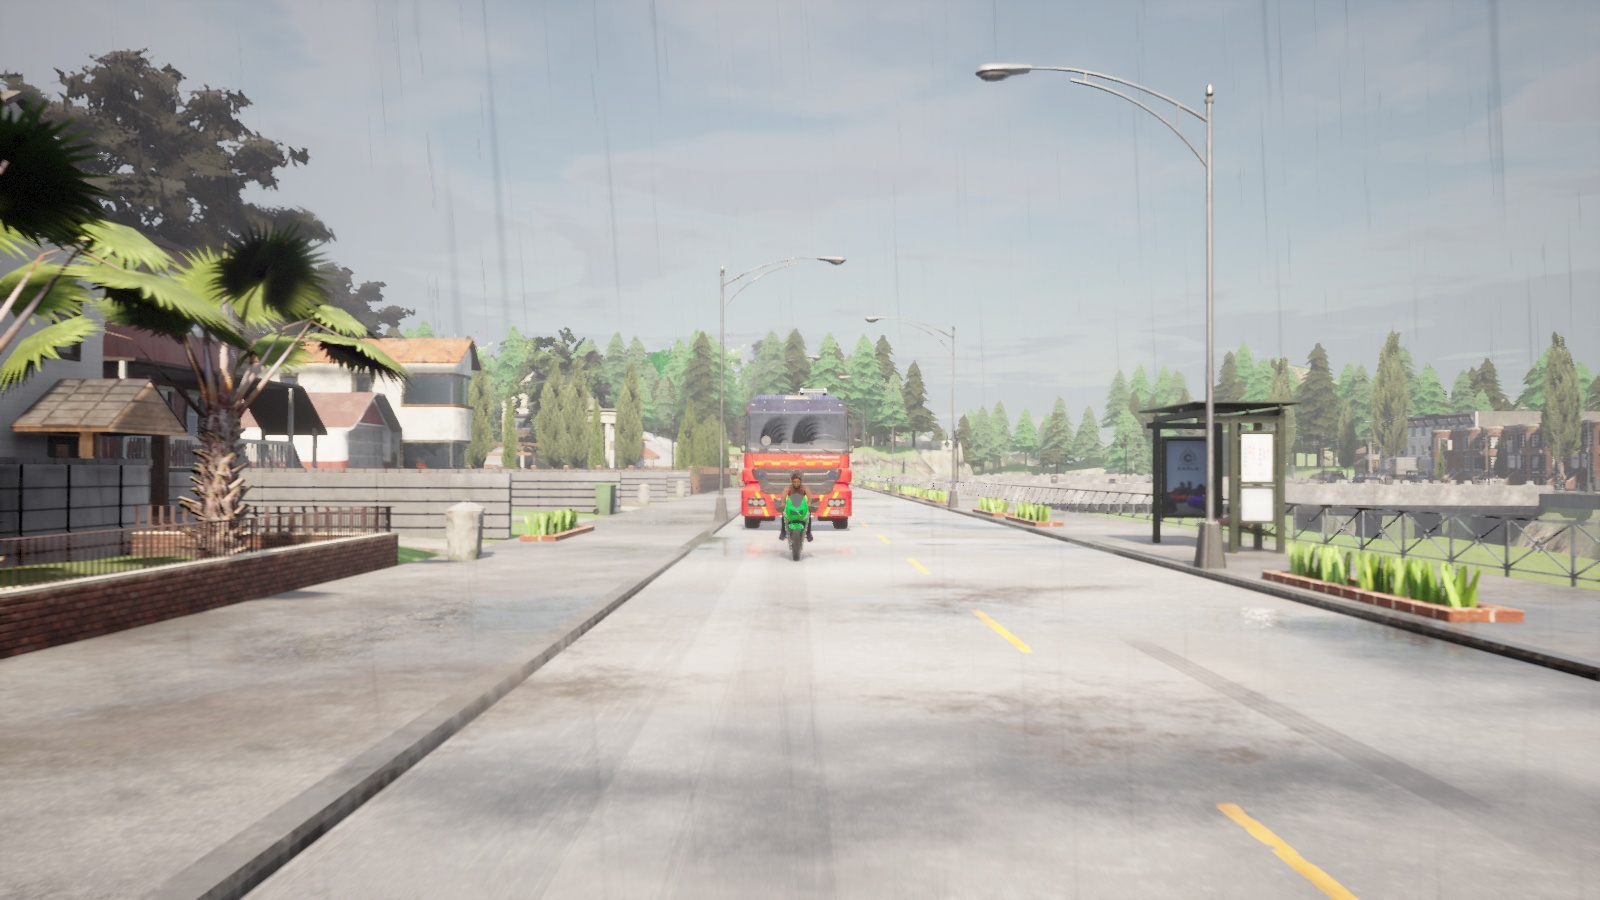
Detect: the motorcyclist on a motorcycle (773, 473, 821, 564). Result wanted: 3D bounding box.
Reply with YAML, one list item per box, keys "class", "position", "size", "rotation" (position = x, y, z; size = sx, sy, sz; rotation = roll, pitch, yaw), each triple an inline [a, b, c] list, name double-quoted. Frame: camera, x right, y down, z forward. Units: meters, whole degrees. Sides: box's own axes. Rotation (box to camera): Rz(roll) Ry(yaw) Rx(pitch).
- class: "motorcyclist on a motorcycle"
  position: [-0.052, 1.168, 22.166]
  size: [0.797, 1.523, 2.044]
  rotation: [0, -1, 0]

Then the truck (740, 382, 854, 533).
- class: "truck"
  position: [-0.090, 0.255, 36.129]
  size: [2.891, 3.827, 8.468]
  rotation: [0, -1, 0]
